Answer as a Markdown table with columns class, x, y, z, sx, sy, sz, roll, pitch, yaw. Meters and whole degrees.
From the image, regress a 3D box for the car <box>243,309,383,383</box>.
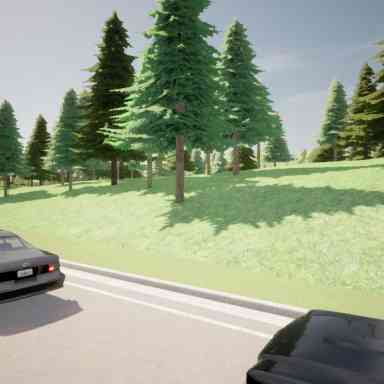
| class | x | y | z | sx | sy | sz | roll | pitch | yaw |
| --- | --- | --- | --- | --- | --- | --- | --- | --- | --- |
| car | 2.680 | 1.601 | 2.079 | 4.718 | 1.301 | 1.895 | 0 | 0 | 36 |

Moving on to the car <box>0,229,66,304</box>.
| class | x | y | z | sx | sy | sz | roll | pitch | yaw |
| --- | --- | --- | --- | --- | --- | --- | --- | --- | --- |
| car | -5.138 | 1.547 | 7.639 | 5.357 | 1.411 | 2.033 | 0 | 0 | 36 |
